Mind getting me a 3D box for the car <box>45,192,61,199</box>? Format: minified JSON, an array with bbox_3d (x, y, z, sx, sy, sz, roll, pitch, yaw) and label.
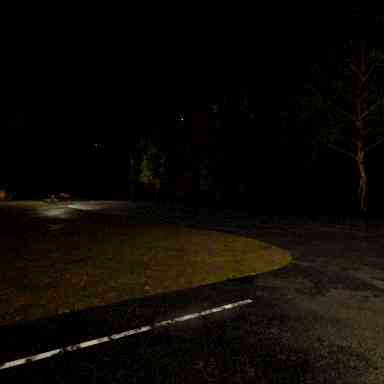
[{"bbox_3d":[-33.016,0.826,78.776,2.097,1.767,4.553,0,0,-27],"label":"car"}]
